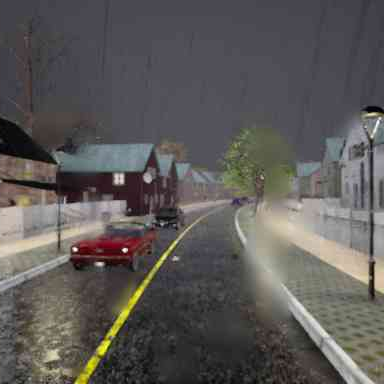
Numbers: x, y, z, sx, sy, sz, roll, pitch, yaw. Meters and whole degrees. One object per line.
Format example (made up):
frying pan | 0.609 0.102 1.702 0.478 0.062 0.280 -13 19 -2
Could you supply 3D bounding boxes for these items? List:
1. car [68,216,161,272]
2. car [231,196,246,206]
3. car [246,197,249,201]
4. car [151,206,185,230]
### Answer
car | -2.468 1.731 11.485 1.895 1.301 4.718 0 -1 3
car | 8.262 1.811 61.460 1.812 1.442 4.674 0 0 15
car | 11.155 1.690 71.326 1.812 1.442 4.674 0 0 18
car | -1.586 1.739 22.981 1.837 1.490 4.892 0 0 6
